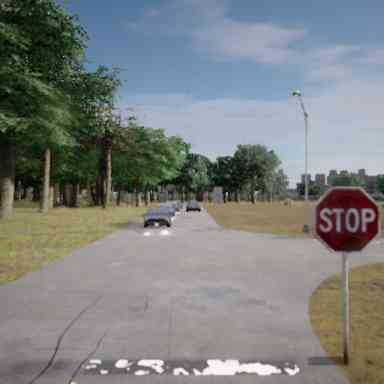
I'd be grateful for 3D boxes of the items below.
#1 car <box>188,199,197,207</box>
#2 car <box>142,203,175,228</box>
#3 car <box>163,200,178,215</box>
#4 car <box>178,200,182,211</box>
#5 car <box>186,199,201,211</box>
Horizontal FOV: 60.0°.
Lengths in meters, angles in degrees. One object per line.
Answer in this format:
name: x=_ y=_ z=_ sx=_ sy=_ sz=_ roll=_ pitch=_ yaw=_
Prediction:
car: x=0.183 y=2.324 z=70.733 sx=1.837 sy=1.490 sz=4.892 roll=0 pitch=-1 yaw=0
car: x=-2.492 y=1.735 z=23.932 sx=2.033 sy=1.411 sz=5.357 roll=0 pitch=-1 yaw=-5
car: x=-2.761 y=1.847 z=35.964 sx=1.812 sy=1.442 sz=4.674 roll=0 pitch=-1 yaw=0
car: x=-2.742 y=1.983 z=46.423 sx=1.812 sy=1.442 sz=4.674 roll=0 pitch=-1 yaw=0
car: x=0.205 y=2.036 z=47.542 sx=1.994 sy=1.385 sz=4.181 roll=0 pitch=-1 yaw=0
